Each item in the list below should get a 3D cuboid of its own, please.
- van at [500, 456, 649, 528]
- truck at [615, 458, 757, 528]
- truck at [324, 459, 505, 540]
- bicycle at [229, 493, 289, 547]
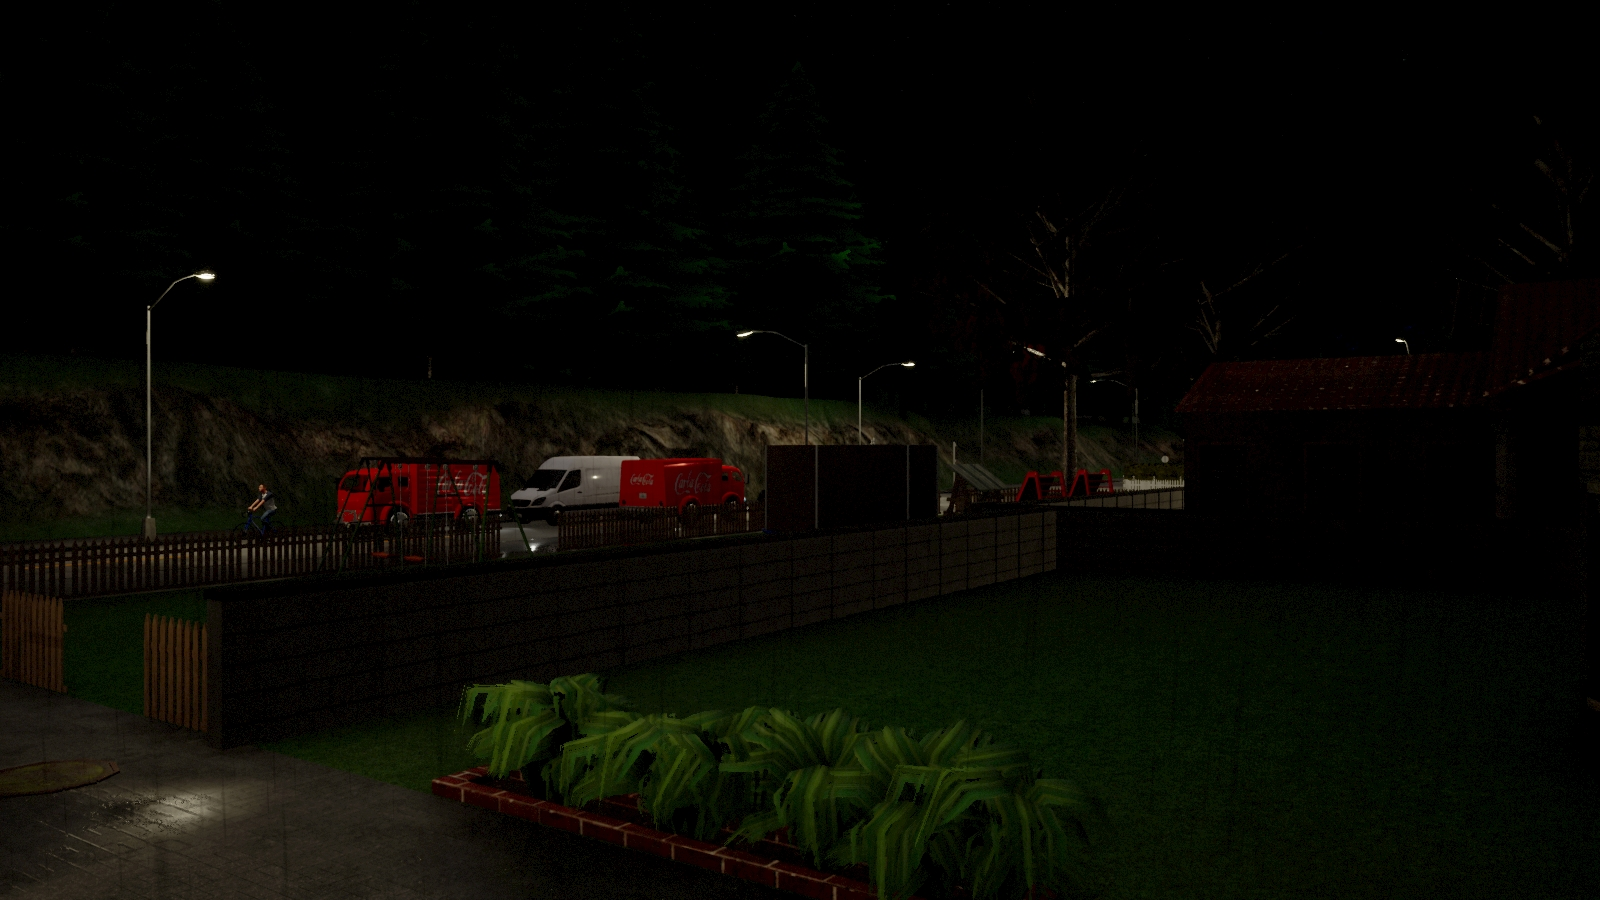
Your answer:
[{"bbox_3d":[-8.627,1.522,44.299,1.988,2.561,5.915,0,0,35],"label":"van"},{"bbox_3d":[-4.262,1.558,43.598,2.627,2.467,5.204,0,0,35],"label":"truck"},{"bbox_3d":[-12.825,1.556,38.322,2.627,2.467,5.204,0,0,35],"label":"truck"},{"bbox_3d":[-15.989,2.043,33.811,0.373,1.496,1.643,0,0,35],"label":"bicycle"}]
